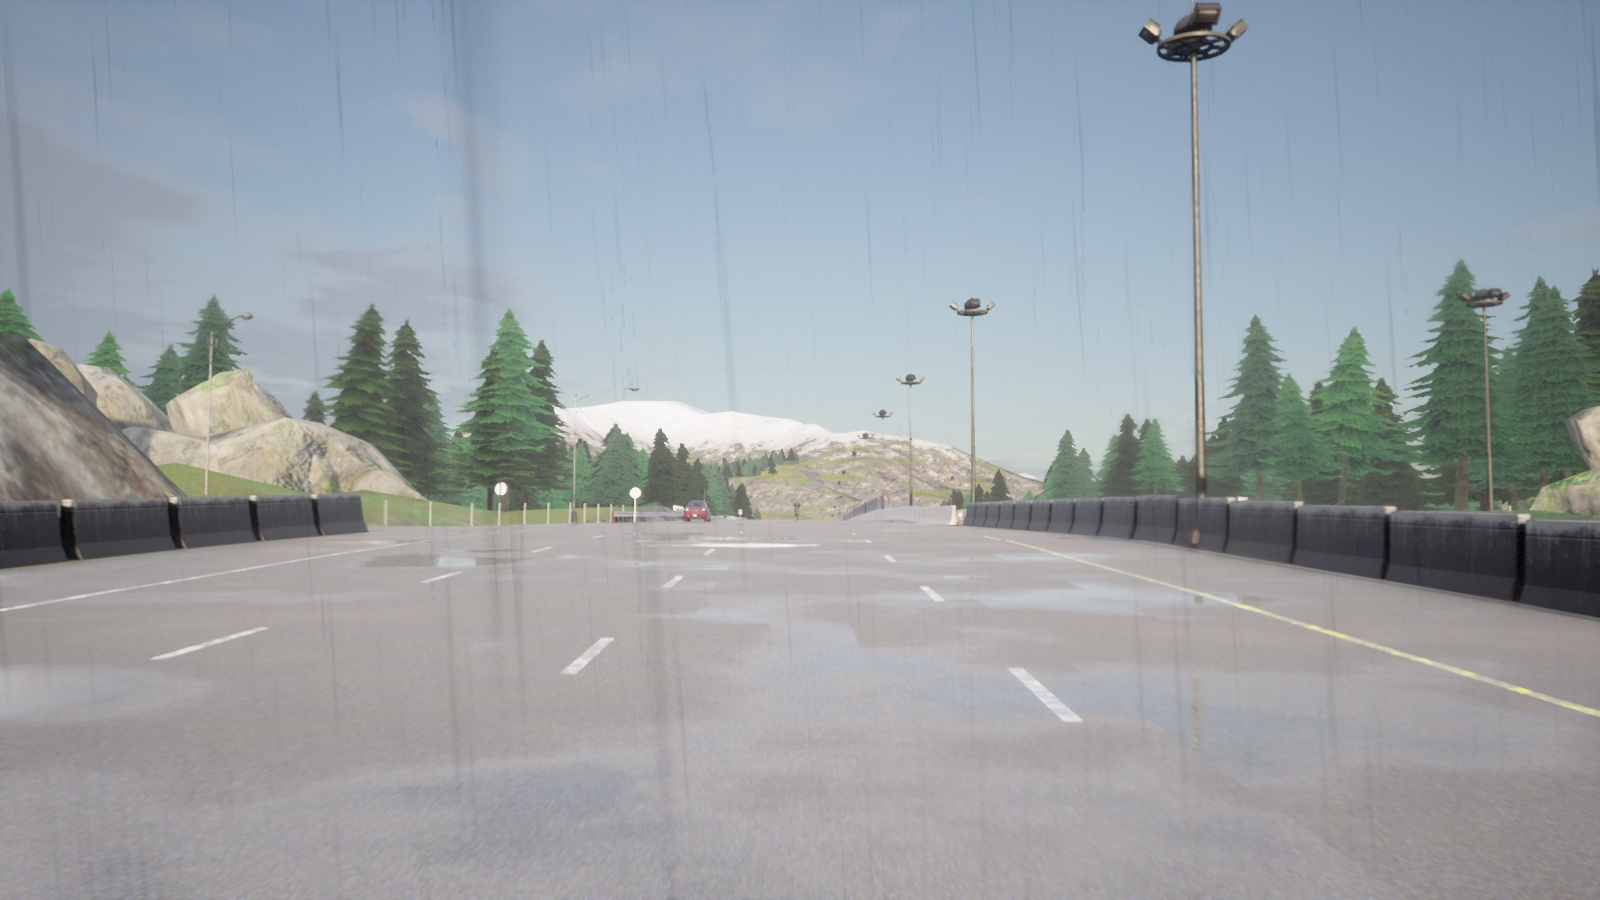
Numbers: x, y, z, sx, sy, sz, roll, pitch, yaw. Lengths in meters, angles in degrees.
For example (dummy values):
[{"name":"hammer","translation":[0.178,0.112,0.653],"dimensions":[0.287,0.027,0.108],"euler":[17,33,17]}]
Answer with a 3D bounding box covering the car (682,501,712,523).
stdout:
[{"name":"car","translation":[-7.207,4.367,88.118],"dimensions":[1.845,1.501,3.633],"euler":[0,-3,0]}]
